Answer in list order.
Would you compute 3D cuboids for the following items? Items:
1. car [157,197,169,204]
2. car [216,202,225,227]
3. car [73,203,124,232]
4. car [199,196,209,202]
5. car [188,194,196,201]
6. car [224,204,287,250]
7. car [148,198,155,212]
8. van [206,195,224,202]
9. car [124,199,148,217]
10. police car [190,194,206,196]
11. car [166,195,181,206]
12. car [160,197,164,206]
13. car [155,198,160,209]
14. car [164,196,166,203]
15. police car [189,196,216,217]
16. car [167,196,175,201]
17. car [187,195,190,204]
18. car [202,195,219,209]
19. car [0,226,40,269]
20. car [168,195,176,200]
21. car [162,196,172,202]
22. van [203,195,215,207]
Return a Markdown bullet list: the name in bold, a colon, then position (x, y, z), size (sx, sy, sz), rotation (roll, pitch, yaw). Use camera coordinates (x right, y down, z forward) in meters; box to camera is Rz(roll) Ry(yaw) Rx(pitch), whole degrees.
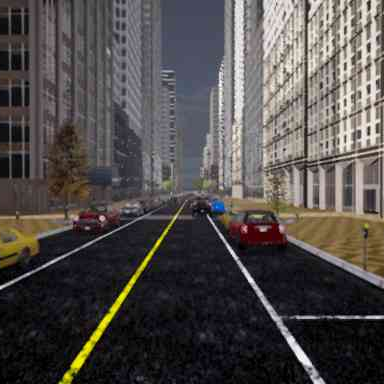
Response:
- **car**: position (-5.675, 1.619, 65.599), size (2.008, 1.369, 4.403), rotation (-1, 0, 0)
- **car**: position (2.690, 1.546, 20.297), size (1.752, 1.417, 4.829), rotation (-1, 0, 0)
- **car**: position (-5.692, 1.461, 20.130), size (1.967, 1.590, 4.097), rotation (-1, 0, 0)
- **car**: position (2.710, 1.630, 76.963), size (2.008, 1.369, 4.403), rotation (-1, 0, 0)
- **car**: position (0.029, 1.308, 82.507), size (2.097, 1.767, 4.553), rotation (0, 0, 0)
- **car**: position (2.687, 1.455, 14.444), size (1.967, 1.590, 4.097), rotation (-1, 0, 0)
- **car**: position (-5.685, 1.605, 37.181), size (1.947, 1.339, 4.313), rotation (-1, 0, 0)
- **van**: position (2.694, 1.380, 37.178), size (1.690, 1.788, 3.998), rotation (-1, 0, 0)
- **car**: position (-5.687, 1.584, 31.497), size (2.008, 1.369, 4.403), rotation (-1, 0, 0)
- **police car**: position (0.914, 1.469, 41.636), size (1.930, 1.638, 5.238), rotation (0, 0, 0)
- **car**: position (-3.035, 1.565, 57.920), size (1.837, 1.490, 4.892), rotation (0, 0, 1)
- **car**: position (-5.681, 1.602, 48.548), size (2.008, 1.369, 4.403), rotation (-1, 0, 0)
- **car**: position (-5.683, 1.590, 42.864), size (1.887, 1.381, 4.507), rotation (-1, 0, 0)
- **car**: position (-5.679, 1.639, 54.232), size (1.802, 1.307, 4.206), rotation (-1, 0, 0)
- **police car**: position (0.911, 1.458, 31.635), size (1.930, 1.638, 5.238), rotation (0, 0, 0)
- **car**: position (-5.667, 1.673, 88.333), size (1.802, 1.307, 4.206), rotation (-1, 0, 0)
- **car**: position (0.660, 1.527, 47.624), size (1.882, 1.535, 5.008), rotation (0, 0, 7)
- **car**: position (2.697, 1.366, 48.545), size (2.192, 1.841, 5.009), rotation (-1, 0, 0)
- **car**: position (-5.695, 1.535, 8.593), size (1.752, 1.417, 4.829), rotation (-1, 0, 0)
- **car**: position (-5.666, 1.537, 94.017), size (1.967, 1.590, 4.097), rotation (-1, 0, 0)
- **car**: position (-5.671, 1.631, 76.966), size (2.008, 1.369, 4.403), rotation (-1, 0, 0)
- **van**: position (2.700, 1.398, 54.229), size (1.690, 1.788, 3.998), rotation (-1, 0, 0)
